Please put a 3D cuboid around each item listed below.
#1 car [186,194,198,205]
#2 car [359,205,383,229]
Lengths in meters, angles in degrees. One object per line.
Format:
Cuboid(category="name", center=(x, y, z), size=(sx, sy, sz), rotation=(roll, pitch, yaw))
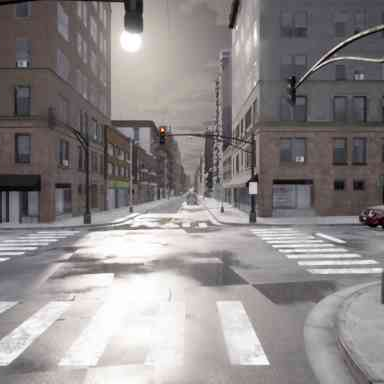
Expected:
Cuboid(category="car", center=(0.000, 1.593, 60.066), size=(2.033, 1.411, 5.357), rotation=(0, 0, 0))
Cuboid(category="car", center=(12.058, 1.123, 18.418), size=(5.009, 1.841, 2.192), rotation=(-1, 1, 0))
